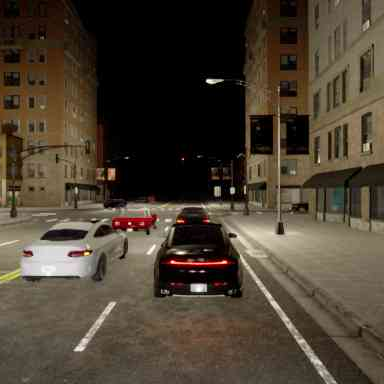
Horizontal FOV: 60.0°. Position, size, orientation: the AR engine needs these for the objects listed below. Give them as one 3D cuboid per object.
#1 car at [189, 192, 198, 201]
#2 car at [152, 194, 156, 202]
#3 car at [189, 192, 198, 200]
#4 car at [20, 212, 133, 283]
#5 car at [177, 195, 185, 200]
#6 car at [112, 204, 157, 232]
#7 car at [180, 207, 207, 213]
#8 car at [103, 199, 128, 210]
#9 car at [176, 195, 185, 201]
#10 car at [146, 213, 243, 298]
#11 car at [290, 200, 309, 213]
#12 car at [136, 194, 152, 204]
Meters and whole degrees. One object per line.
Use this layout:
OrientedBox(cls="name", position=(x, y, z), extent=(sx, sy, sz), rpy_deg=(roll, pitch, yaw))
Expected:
OrientedBox(cls="car", position=(0.349, 1.477, 79.726), extent=(1.837, 1.490, 4.892), rpy_deg=(0, 0, 0))
OrientedBox(cls="car", position=(-9.421, 1.336, 75.476), extent=(2.097, 1.767, 4.553), rpy_deg=(0, 0, 0))
OrientedBox(cls="car", position=(0.394, 1.070, 90.175), extent=(2.150, 2.045, 5.566), rpy_deg=(0, 0, 0))
OrientedBox(cls="car", position=(-3.116, 1.526, 9.560), extent=(1.812, 1.442, 4.674), rpy_deg=(0, 0, 0))
OrientedBox(cls="car", position=(-2.856, 1.398, 90.160), extent=(1.994, 1.385, 4.181), rpy_deg=(0, 0, 0))
OrientedBox(cls="car", position=(-3.071, 1.600, 18.738), extent=(1.895, 1.301, 4.718), rpy_deg=(0, 0, 0))
OrientedBox(cls="car", position=(0.075, 1.524, 17.746), extent=(1.812, 1.442, 4.674), rpy_deg=(0, 0, 0))
OrientedBox(cls="car", position=(-9.993, 1.597, 43.600), extent=(1.895, 1.301, 4.718), rpy_deg=(0, 0, 6))
OrientedBox(cls="car", position=(-2.900, 1.502, 80.157), extent=(1.812, 1.442, 4.674), rpy_deg=(0, 0, 0))
OrientedBox(cls="car", position=(0.136, 1.505, 8.501), extent=(1.837, 1.490, 4.892), rpy_deg=(0, 0, 0))
OrientedBox(cls="car", position=(13.213, 1.528, 36.317), extent=(4.902, 1.511, 2.128), rpy_deg=(0, 0, -1))
OrientedBox(cls="car", position=(-9.506, 1.535, 63.937), extent=(2.033, 1.411, 5.357), rpy_deg=(0, 0, 1))
